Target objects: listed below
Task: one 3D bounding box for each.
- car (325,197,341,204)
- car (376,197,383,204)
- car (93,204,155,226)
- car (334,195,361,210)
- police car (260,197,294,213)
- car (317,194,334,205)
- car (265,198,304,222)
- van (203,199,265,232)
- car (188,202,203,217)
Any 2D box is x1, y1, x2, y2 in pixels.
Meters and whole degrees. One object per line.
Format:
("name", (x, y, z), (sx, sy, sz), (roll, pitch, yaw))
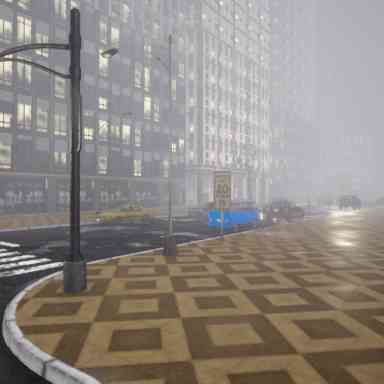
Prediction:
("car", (28.454, 1.623, 66.966), (2.008, 1.369, 4.403), (0, 0, 38))
("car", (38.092, 1.658, 66.577), (1.947, 1.339, 4.313), (0, 0, 38))
("car", (-4.756, 1.539, 23.935), (1.752, 1.417, 4.829), (0, 0, 38))
("car", (21.148, 1.368, 44.515), (2.192, 1.841, 5.009), (0, 0, 38))
("police car", (9.953, 1.458, 38.662), (1.930, 1.638, 5.238), (0, 0, 38))
("car", (25.066, 1.379, 62.554), (2.192, 1.841, 5.009), (0, 0, 38))
("car", (7.593, 1.472, 26.864), (1.967, 1.590, 4.097), (0, 0, 38))
("van", (2.638, 1.367, 20.230), (1.690, 1.788, 3.998), (0, 0, 38))
("car", (1.344, 1.602, 31.665), (1.802, 1.307, 4.206), (0, 0, 38))
